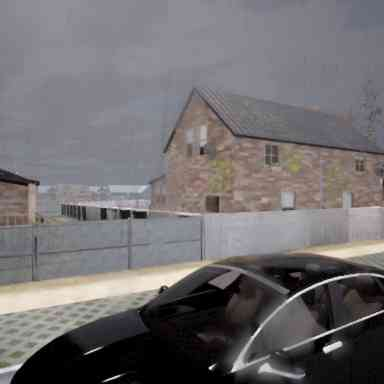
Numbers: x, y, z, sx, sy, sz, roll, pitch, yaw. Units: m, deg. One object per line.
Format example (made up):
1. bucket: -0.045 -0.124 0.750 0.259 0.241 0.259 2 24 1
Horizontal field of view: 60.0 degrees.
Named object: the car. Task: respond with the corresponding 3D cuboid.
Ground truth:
1. car: 0.772 1.504 3.540 4.892 1.490 1.837 0 0 -31
